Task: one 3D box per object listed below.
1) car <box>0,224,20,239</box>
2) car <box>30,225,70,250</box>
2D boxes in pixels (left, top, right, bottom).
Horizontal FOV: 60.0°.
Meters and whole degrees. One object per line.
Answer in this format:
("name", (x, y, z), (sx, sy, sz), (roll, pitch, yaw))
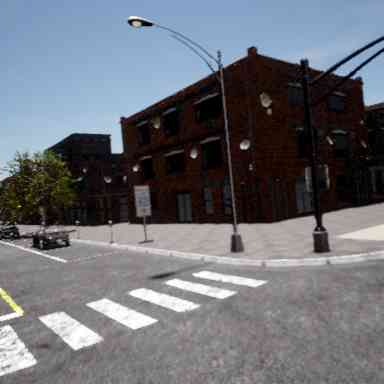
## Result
("car", (-19.043, 4.029, 34.305), (2.008, 1.369, 4.403), (-6, 0, -38))
("car", (-9.346, 2.870, 21.798), (2.008, 1.369, 4.403), (-6, 0, -38))
